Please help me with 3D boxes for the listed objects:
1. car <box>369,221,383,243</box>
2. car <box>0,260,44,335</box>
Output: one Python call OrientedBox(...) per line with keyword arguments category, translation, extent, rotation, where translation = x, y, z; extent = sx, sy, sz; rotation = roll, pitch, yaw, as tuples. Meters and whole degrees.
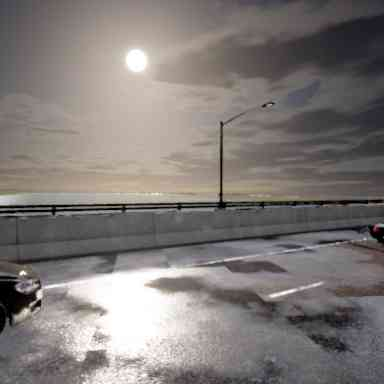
OrientedBox(category="car", translation=(10.229, 1.683, 15.276), extent=(4.718, 1.301, 1.895), rotation=(0, 0, -35))
OrientedBox(category="car", translation=(-4.762, 1.484, 4.642), extent=(4.902, 1.511, 2.128), rotation=(0, 0, -36))
